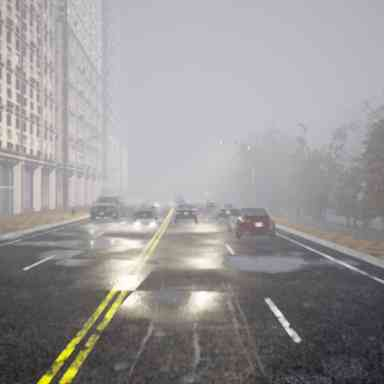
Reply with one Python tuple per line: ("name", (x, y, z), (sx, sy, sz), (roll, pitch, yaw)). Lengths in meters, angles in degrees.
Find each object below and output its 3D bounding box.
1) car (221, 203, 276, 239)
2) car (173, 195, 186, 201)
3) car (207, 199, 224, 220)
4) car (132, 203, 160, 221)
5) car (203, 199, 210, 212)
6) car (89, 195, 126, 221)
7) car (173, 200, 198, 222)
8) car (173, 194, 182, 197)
("car", (3.070, 1.563, 17.817), (2.163, 1.488, 4.792), (0, 0, -1))
("car", (-2.099, 1.755, 63.201), (1.994, 1.385, 4.181), (0, 0, -3))
("car", (2.790, 1.642, 28.841), (2.033, 1.411, 5.357), (0, 0, -2))
("car", (-3.806, 1.660, 28.062), (1.994, 1.385, 4.181), (0, 0, -2))
("car", (2.380, 1.620, 39.890), (2.128, 1.511, 4.902), (0, 0, -2))
("car", (-7.066, 1.321, 28.470), (2.150, 2.045, 5.566), (0, 0, -2))
("car", (-0.503, 1.639, 27.137), (2.033, 1.411, 5.357), (0, 0, -1))
("car", (-3.154, 1.444, 76.361), (2.150, 2.045, 5.566), (0, 0, -5))
